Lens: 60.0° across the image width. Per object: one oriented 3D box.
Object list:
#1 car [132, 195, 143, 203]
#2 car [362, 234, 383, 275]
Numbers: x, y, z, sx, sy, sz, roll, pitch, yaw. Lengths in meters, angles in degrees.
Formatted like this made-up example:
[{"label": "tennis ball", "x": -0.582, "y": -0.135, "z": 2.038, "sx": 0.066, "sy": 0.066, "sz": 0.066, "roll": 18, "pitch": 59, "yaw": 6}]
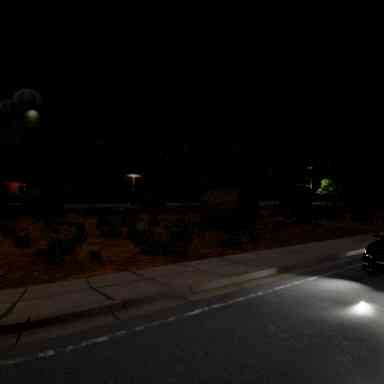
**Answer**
[{"label": "car", "x": -12.323, "y": 1.687, "z": 75.892, "sx": 1.905, "sy": 1.878, "sz": 3.866, "roll": 7, "pitch": 2, "yaw": 3}, {"label": "car", "x": 6.870, "y": 1.680, "z": 9.975, "sx": 4.892, "sy": 1.490, "sz": 1.837, "roll": 1, "pitch": -1, "yaw": -40}]
